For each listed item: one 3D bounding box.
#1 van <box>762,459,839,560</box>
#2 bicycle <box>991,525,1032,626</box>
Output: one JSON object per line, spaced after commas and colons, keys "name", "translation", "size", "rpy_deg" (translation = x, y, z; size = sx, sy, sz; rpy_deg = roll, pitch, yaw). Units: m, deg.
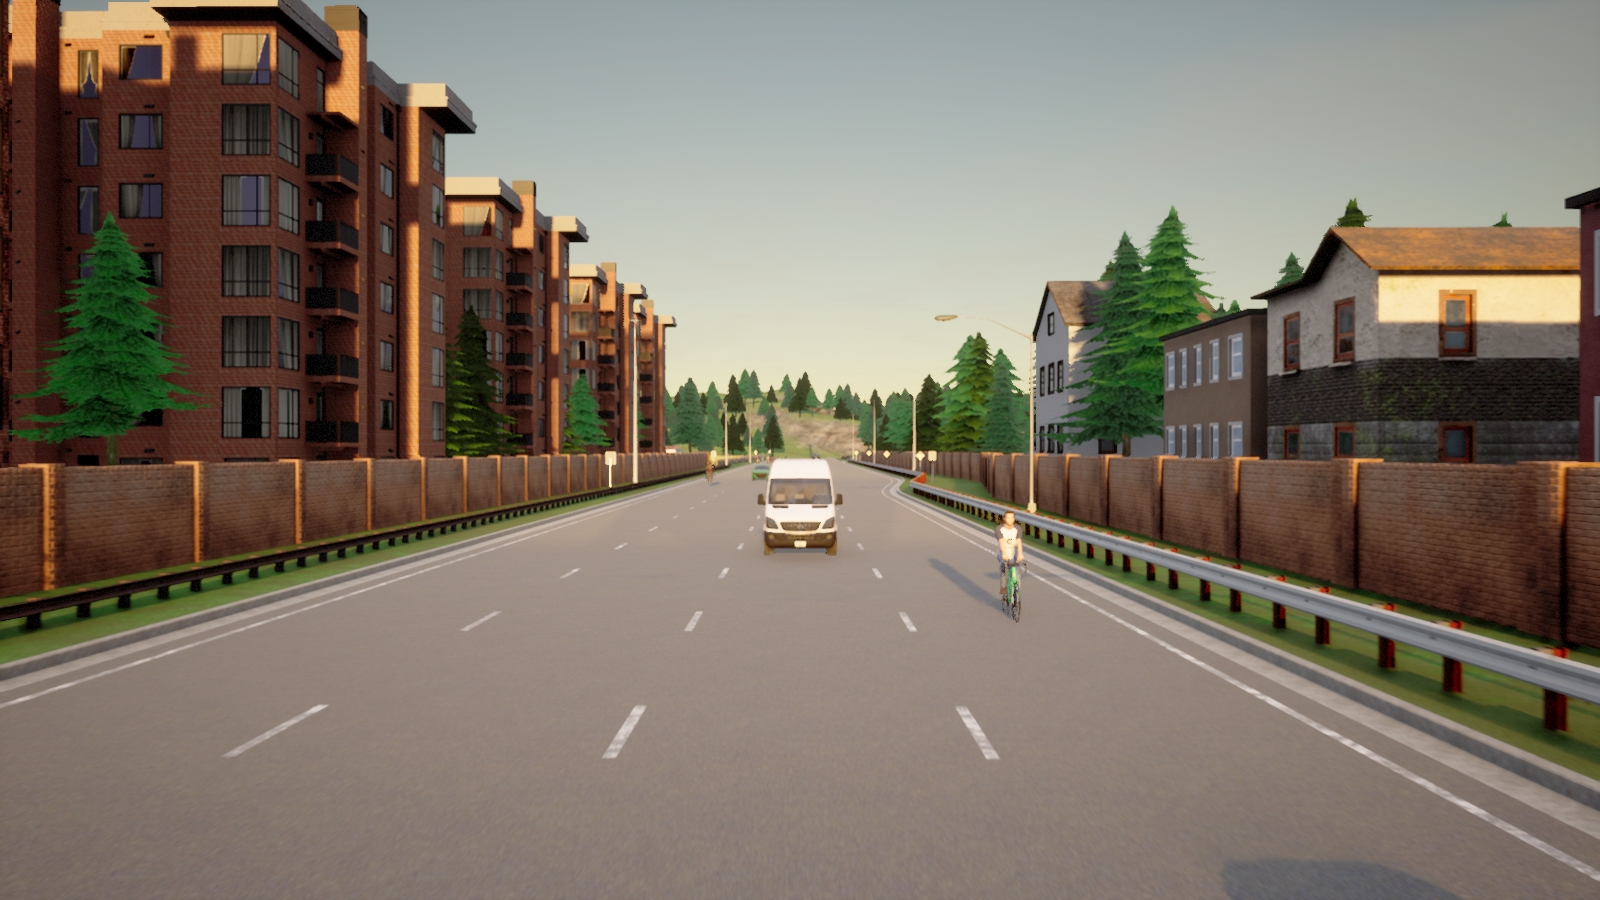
{"name": "van", "translation": [0.011, 1.545, 32.386], "size": [1.988, 2.561, 5.915], "rpy_deg": [0, 0, 0]}
{"name": "bicycle", "translation": [3.510, 2.062, 19.043], "size": [0.373, 1.496, 1.643], "rpy_deg": [0, 0, 0]}
